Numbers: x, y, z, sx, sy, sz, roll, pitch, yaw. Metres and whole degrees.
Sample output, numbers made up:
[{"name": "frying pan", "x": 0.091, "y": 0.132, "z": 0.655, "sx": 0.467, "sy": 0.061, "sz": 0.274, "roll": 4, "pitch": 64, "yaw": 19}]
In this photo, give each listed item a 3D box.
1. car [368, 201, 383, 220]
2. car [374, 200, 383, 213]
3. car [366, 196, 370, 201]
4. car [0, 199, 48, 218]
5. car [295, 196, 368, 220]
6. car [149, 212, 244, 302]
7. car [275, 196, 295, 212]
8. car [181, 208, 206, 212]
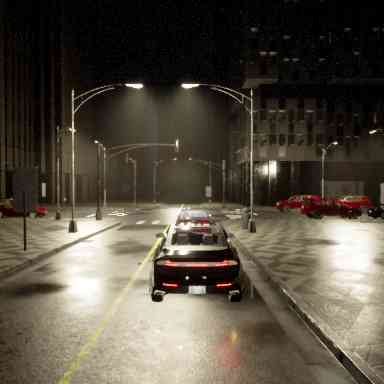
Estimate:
[{"name": "car", "x": 17.720, "y": 1.742, "z": 29.171, "sx": 4.313, "sy": 1.339, "sz": 1.947, "roll": 0, "pitch": 1, "yaw": 0}, {"name": "car", "x": 23.334, "y": 1.634, "z": 37.720, "sx": 4.313, "sy": 1.339, "sz": 1.947, "roll": 0, "pitch": 1, "yaw": 0}, {"name": "car", "x": 17.693, "y": 1.353, "z": 37.692, "sx": 5.009, "sy": 1.841, "sz": 2.192, "roll": 0, "pitch": 1, "yaw": 0}, {"name": "car", "x": -14.963, "y": 1.567, "z": 29.021, "sx": 4.507, "sy": 1.381, "sz": 1.887, "roll": 0, "pitch": 1, "yaw": 0}, {"name": "car", "x": 12.078, "y": 1.463, "z": 29.142, "sx": 5.009, "sy": 1.841, "sz": 2.192, "roll": 0, "pitch": 1, "yaw": 0}, {"name": "car", "x": 0.087, "y": 1.490, "z": 8.223, "sx": 2.128, "sy": 1.511, "sz": 4.902, "roll": 0, "pitch": 0, "yaw": 0}, {"name": "car", "x": 12.049, "y": 1.325, "z": 37.666, "sx": 5.009, "sy": 1.841, "sz": 2.192, "roll": 0, "pitch": 1, "yaw": 0}, {"name": "car", "x": 0.074, "y": 1.550, "z": 17.932, "sx": 2.033, "sy": 1.411, "sz": 5.357, "roll": 0, "pitch": 0, "yaw": 0}]
